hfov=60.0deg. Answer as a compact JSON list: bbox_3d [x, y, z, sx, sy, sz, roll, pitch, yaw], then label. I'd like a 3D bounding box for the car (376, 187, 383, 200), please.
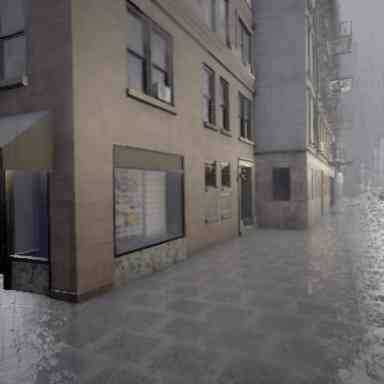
[{"bbox_3d":[30.641,0.273,52.148,2.192,1.841,5.009,-1,1,26],"label":"car"}]

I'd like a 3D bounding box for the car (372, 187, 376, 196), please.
[{"bbox_3d":[37.706,0.229,66.749,2.008,1.369,4.403,-1,1,26],"label":"car"}]

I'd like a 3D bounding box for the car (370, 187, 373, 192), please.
[{"bbox_3d":[40.057,-0.100,71.612,2.192,1.841,5.009,-1,1,26],"label":"car"}]
